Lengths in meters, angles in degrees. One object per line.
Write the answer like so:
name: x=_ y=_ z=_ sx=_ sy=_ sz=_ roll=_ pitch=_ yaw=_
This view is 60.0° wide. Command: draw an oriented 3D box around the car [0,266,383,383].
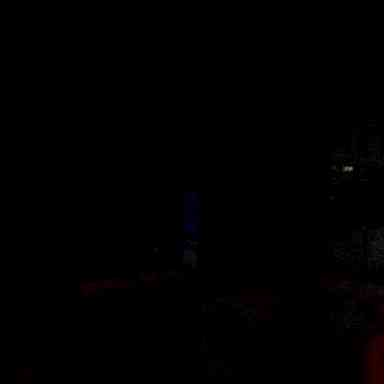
car: x=0.562 y=1.520 z=3.238 sx=4.507 sy=1.381 sz=1.887 roll=0 pitch=1 yaw=-34
